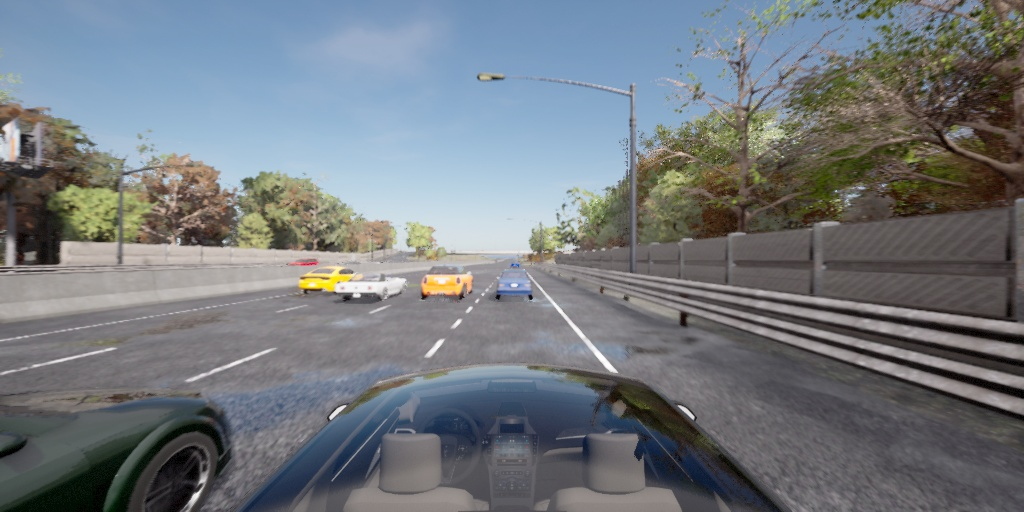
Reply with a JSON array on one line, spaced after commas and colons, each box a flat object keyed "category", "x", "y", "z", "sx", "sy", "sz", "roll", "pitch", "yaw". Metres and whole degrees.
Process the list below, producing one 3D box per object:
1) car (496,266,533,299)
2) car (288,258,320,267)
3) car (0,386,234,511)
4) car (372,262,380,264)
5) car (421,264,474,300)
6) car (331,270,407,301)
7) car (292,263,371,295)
[{"category": "car", "x": 0.133, "y": 1.430, "z": 19.187, "sx": 2.033, "sy": 1.411, "sz": 5.357, "roll": 0, "pitch": 0, "yaw": 0}, {"category": "car", "x": -31.116, "y": 1.329, "z": 53.878, "sx": 2.150, "sy": 2.045, "sz": 5.566, "roll": 0, "pitch": -1, "yaw": 1}, {"category": "car", "x": -3.404, "y": 1.304, "z": 1.365, "sx": 1.994, "sy": 1.385, "sz": 4.181, "roll": 0, "pitch": 0, "yaw": 0}, {"category": "car", "x": -20.630, "y": 1.662, "z": 54.217, "sx": 1.812, "sy": 1.442, "sz": 4.674, "roll": 0, "pitch": -1, "yaw": 1}, {"category": "car", "x": -3.269, "y": 1.225, "z": 18.902, "sx": 2.097, "sy": 1.767, "sz": 4.553, "roll": 0, "pitch": 0, "yaw": 0}, {"category": "car", "x": -6.773, "y": 1.458, "z": 17.916, "sx": 1.895, "sy": 1.301, "sz": 4.718, "roll": 0, "pitch": 0, "yaw": 0}, {"category": "car", "x": -10.251, "y": 1.350, "z": 20.911, "sx": 1.882, "sy": 1.535, "sz": 5.008, "roll": 0, "pitch": 0, "yaw": 0}]
